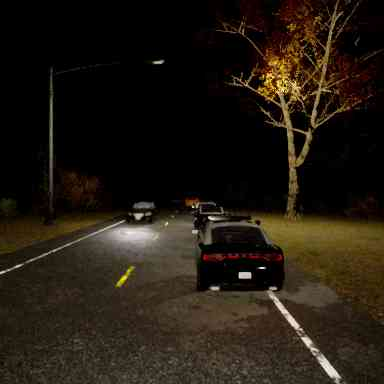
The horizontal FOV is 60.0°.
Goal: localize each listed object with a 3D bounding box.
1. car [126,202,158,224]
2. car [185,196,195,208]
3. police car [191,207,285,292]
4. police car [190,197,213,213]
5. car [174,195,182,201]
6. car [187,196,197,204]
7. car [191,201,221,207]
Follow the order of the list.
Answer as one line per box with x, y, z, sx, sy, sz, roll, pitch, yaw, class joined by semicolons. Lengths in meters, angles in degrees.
-3.634;1.490;24.941;2.128;1.511;4.902;0;0;0;car
-0.003;1.470;47.094;1.882;1.535;5.008;0;0;1;car
1.030;1.426;9.096;1.930;1.638;5.238;0;0;0;police car
1.016;1.424;25.090;1.930;1.638;5.238;0;0;0;police car
-3.536;1.511;86.264;2.033;1.411;5.357;0;0;0;car
-0.036;1.487;65.128;1.837;1.490;4.892;0;0;0;car
1.016;1.505;18.980;1.837;1.490;4.892;0;0;0;car
